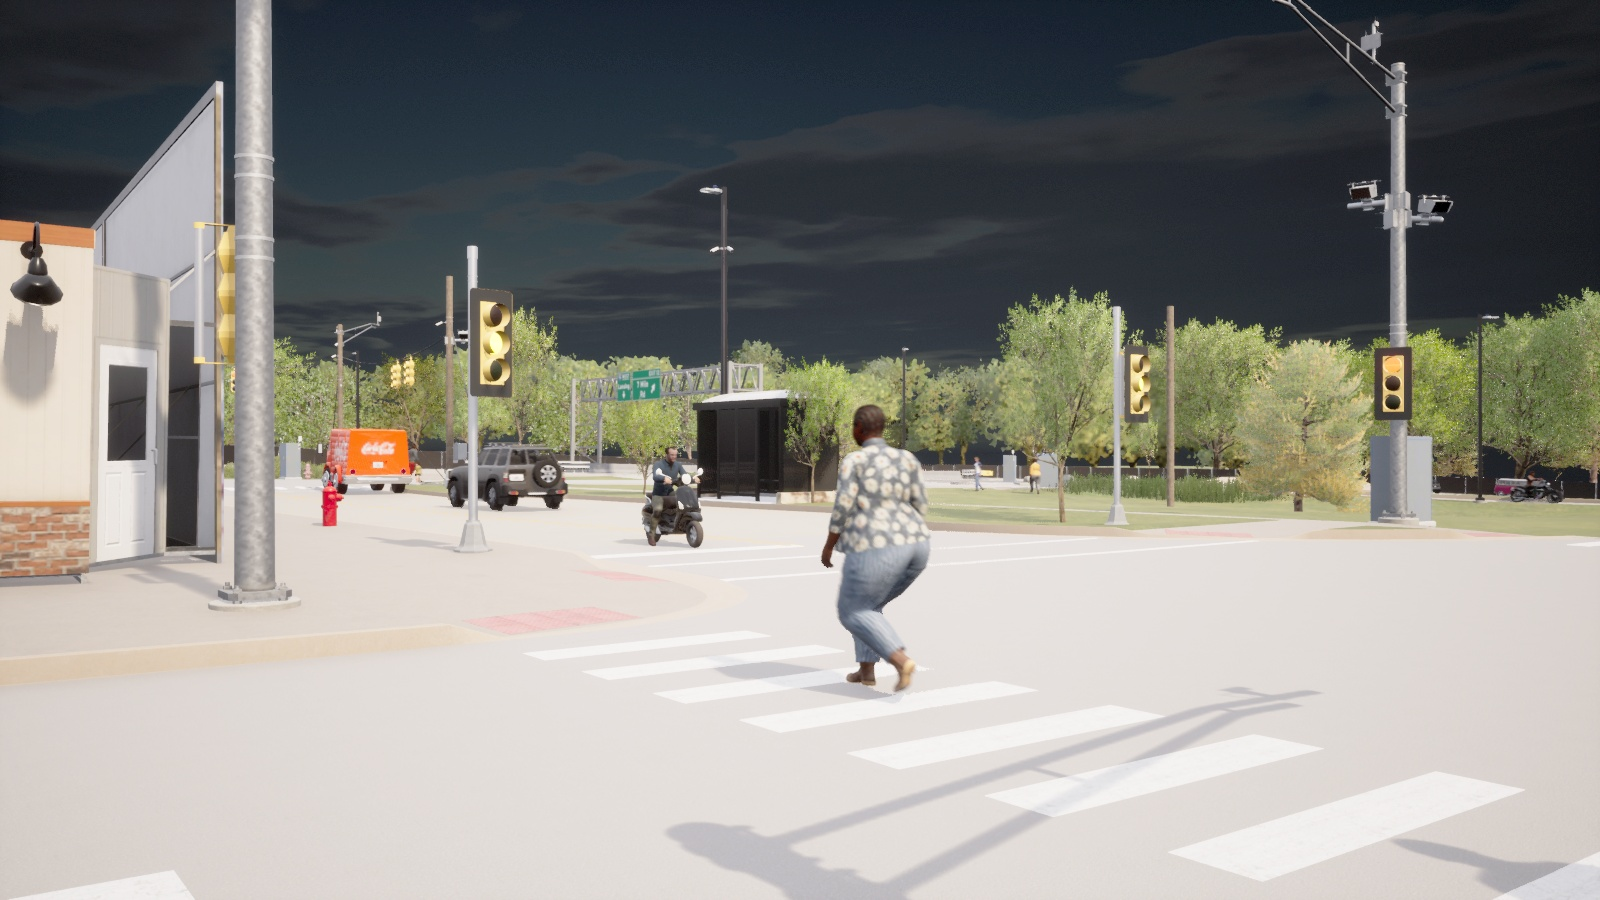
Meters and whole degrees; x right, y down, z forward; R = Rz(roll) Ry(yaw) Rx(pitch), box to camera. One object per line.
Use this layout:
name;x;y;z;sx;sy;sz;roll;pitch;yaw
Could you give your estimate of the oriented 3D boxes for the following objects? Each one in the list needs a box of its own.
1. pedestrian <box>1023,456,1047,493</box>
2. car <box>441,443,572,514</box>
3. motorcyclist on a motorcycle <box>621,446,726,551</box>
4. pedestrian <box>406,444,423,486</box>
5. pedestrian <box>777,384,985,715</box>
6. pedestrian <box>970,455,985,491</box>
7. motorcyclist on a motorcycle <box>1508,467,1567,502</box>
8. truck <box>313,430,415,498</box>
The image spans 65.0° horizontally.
pedestrian;11.854;1.240;63.445;0.874;1.855;0.900;0;0;-18
car;-8.317;0.760;35.283;1.932;1.855;4.605;0;0;-36
motorcyclist on a motorcycle;-2.040;0.744;20.081;0.866;1.590;1.817;0;0;-36
pedestrian;-16.824;0.658;54.840;0.614;1.847;0.353;0;0;-39
pedestrian;0.488;0.556;7.660;0.874;1.855;0.900;0;0;-39
pedestrian;9.150;1.165;64.715;0.706;1.836;0.354;0;0;-12
motorcyclist on a motorcycle;36.350;1.688;61.923;0.766;1.649;2.350;0;1;-42
truck;-16.951;0.483;48.656;2.627;2.467;5.204;0;1;-32
